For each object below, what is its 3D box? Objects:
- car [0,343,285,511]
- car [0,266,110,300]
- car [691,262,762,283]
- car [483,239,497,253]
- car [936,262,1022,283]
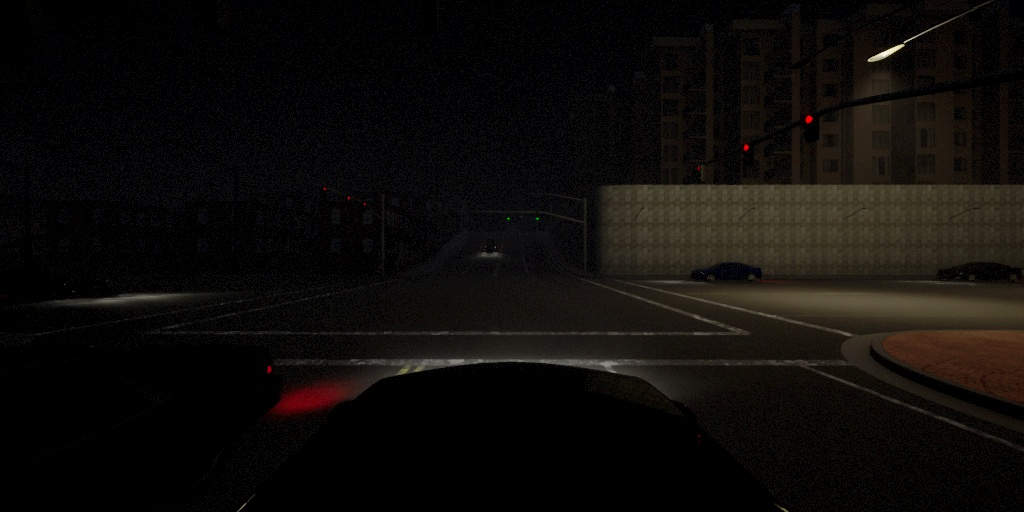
[{"bbox_3d":[-3.498,1.305,1.677,2.033,1.411,5.357,0,0,0],"label":"car"},{"bbox_3d":[-22.421,1.227,17.183,5.008,1.535,1.882,0,0,0],"label":"car"},{"bbox_3d":[16.520,1.227,27.758,5.008,1.535,1.882,-1,0,0],"label":"car"},{"bbox_3d":[-3.504,-1.757,58.343,2.097,1.767,4.553,0,12,0],"label":"car"},{"bbox_3d":[35.948,1.227,27.690,5.008,1.535,1.882,0,0,0],"label":"car"}]
